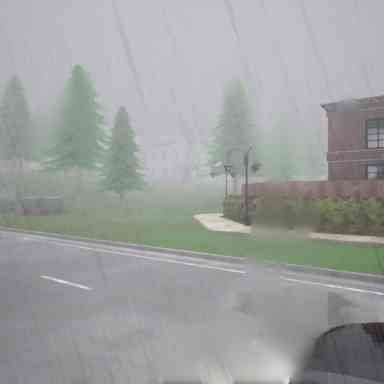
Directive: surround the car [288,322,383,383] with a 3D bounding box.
[{"bbox_3d":[2.715,1.564,2.044,4.181,1.385,1.994,0,0,36],"label":"car"}]
